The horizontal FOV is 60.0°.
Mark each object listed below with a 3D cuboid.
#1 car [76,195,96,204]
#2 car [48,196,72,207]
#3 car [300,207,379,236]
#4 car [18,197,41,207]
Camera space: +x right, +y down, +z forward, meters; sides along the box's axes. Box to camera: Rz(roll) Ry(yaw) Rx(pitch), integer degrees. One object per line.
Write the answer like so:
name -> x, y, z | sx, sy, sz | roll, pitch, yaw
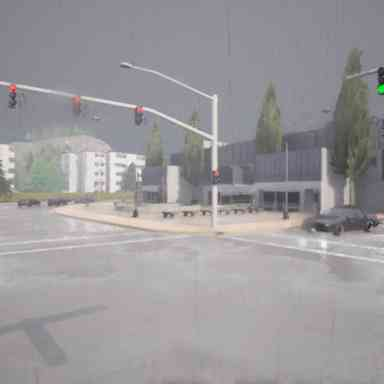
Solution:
car -> -19.812, 1.365, 62.098 | 2.097, 1.767, 4.553 | 0, 0, 17
car -> -20.924, 1.513, 52.335 | 1.837, 1.490, 4.892 | 0, 0, -1
car -> 8.364, 1.561, 18.560 | 5.357, 1.411, 2.033 | 0, 0, -35
car -> -24.358, 1.496, 50.025 | 2.128, 1.511, 4.902 | 0, 0, -4
